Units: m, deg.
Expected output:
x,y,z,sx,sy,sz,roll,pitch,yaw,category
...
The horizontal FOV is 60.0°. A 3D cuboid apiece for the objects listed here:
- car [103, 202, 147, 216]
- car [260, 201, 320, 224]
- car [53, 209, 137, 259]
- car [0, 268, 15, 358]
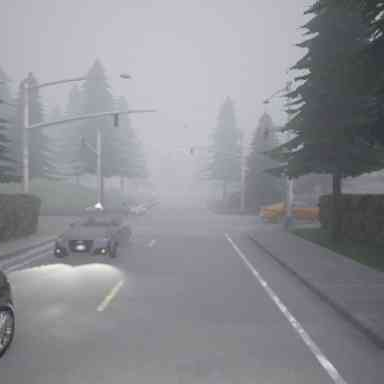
x,y,z,sx,sy,sz,roll,pitch,yaw,category
-6.362,1.549,30.846,4.718,1.301,1.895,0,0,43,car
7.484,1.436,24.134,5.008,1.535,1.882,0,-1,-5,car
-3.508,1.544,12.445,1.994,1.385,4.181,0,0,0,car
-3.581,1.344,2.842,2.097,1.767,4.553,0,0,0,car
